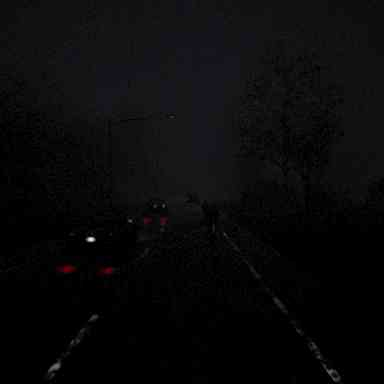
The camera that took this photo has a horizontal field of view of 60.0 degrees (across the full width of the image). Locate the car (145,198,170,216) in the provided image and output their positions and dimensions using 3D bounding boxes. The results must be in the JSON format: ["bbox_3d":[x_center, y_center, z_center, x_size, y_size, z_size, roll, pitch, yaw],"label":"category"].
[{"bbox_3d":[-3.395,1.362,33.008,2.097,1.767,4.553,0,0,0],"label":"car"}]

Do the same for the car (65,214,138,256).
[{"bbox_3d":[-3.398,1.568,13.184,1.994,1.385,4.181,0,0,0],"label":"car"}]

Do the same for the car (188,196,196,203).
[{"bbox_3d":[0.012,1.549,73.597,1.812,1.442,4.674,0,0,0],"label":"car"}]

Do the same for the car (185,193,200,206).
[{"bbox_3d":[0.110,1.239,55.375,2.150,2.045,5.566,0,0,0],"label":"car"}]

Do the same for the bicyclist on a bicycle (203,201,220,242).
[{"bbox_3d":[0.969,1.375,15.383,0.659,1.776,1.843,0,0,0],"label":"bicyclist on a bicycle"}]

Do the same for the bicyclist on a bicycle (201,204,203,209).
[{"bbox_3d":[0.970,1.460,24.184,0.582,1.620,1.656,0,0,0],"label":"bicyclist on a bicycle"}]
